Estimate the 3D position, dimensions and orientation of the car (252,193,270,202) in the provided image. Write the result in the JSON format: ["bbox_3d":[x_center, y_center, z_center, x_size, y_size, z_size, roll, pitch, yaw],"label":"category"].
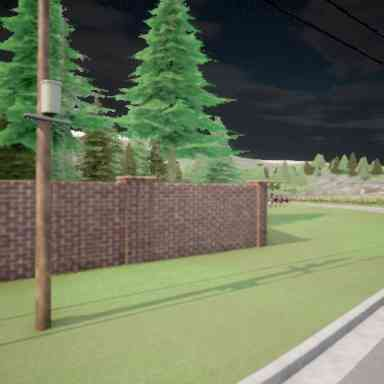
[{"bbox_3d":[16.283,1.303,78.406,2.150,2.045,5.566,0,0,-10],"label":"car"}]

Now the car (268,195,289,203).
[{"bbox_3d":[18.166,1.437,68.605,2.097,1.767,4.553,0,0,-10],"label":"car"}]
